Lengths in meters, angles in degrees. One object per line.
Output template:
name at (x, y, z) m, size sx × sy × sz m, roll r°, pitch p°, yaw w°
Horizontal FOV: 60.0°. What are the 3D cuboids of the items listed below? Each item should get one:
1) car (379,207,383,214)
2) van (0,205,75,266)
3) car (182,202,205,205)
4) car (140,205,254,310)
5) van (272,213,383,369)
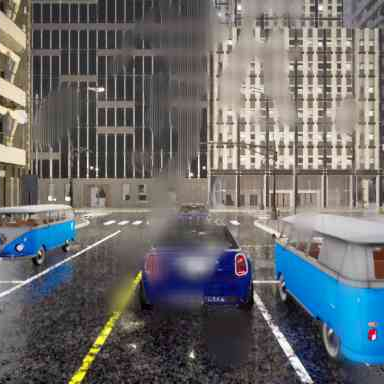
car at (18.984, 1.490, 29.013) m, size 4.829 × 1.417 × 1.752 m, roll 0°, pitch 0°, yaw 0°
van at (-5.333, 1.345, 11.261) m, size 1.690 × 1.788 × 3.998 m, roll 0°, pitch 0°, yaw 0°
car at (0.088, 1.359, 17.992) m, size 2.097 × 1.767 × 4.553 m, roll 0°, pitch 0°, yaw 0°
car at (0.085, 1.354, 7.966) m, size 2.097 × 1.767 × 4.553 m, roll 0°, pitch 0°, yaw 0°
van at (2.559, 1.343, 5.593) m, size 1.690 × 1.788 × 3.998 m, roll 0°, pitch 0°, yaw 0°
